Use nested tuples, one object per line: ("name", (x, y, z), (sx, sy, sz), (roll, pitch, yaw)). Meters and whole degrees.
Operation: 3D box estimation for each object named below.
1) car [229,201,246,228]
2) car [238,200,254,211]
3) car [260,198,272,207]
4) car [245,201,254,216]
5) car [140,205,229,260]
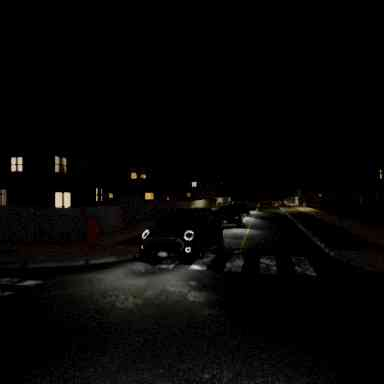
("car", (2.643, 1.654, 23.682), (1.812, 1.442, 4.674), (-1, 0, 12))
("car", (7.605, 1.857, 46.613), (1.895, 1.301, 4.718), (-1, -1, 13))
("car", (12.749, 1.801, 57.232), (1.837, 1.490, 4.892), (-1, -1, 12))
("car", (5.215, 1.683, 35.656), (2.128, 1.511, 4.902), (-1, -1, 12))
("car", (-0.228, 1.438, 12.912), (2.097, 1.767, 4.553), (-1, -1, 19))
